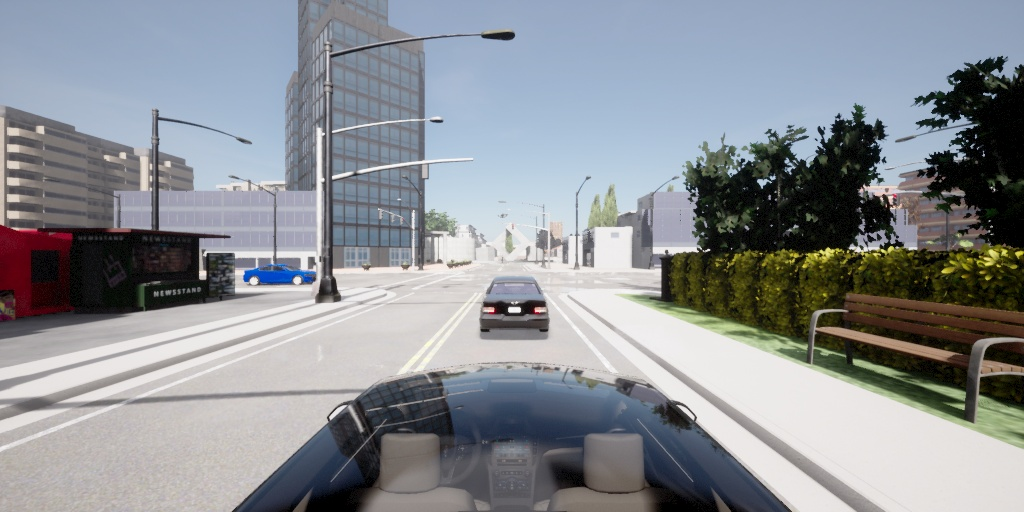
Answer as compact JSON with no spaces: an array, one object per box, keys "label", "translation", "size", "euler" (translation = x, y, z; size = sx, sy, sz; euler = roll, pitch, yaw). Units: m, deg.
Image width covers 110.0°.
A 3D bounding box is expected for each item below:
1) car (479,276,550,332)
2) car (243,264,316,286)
[{"label":"car","translation":[0.069,1.297,10.829],"size":[2.033,1.411,5.357],"euler":[0,0,0]},{"label":"car","translation":[-16.778,1.336,26.238],"size":[5.008,1.535,1.882],"euler":[-1,0,0]}]
